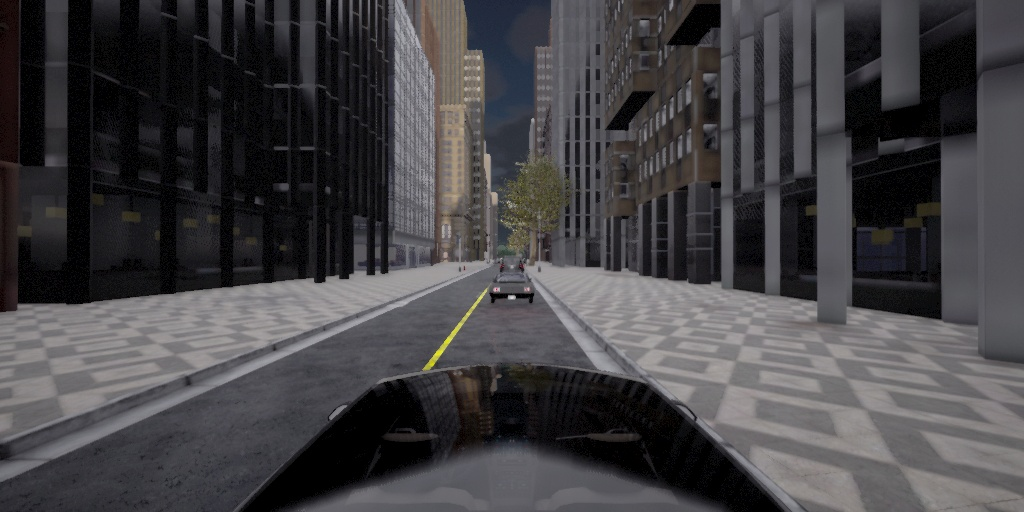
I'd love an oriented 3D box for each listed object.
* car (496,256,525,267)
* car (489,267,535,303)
[{"bbox_3d":[0.000,1.024,31.531,2.150,2.045,5.566,0,0,0],"label":"car"},{"bbox_3d":[0.000,1.369,16.530,1.895,1.301,4.718,0,0,0],"label":"car"}]
